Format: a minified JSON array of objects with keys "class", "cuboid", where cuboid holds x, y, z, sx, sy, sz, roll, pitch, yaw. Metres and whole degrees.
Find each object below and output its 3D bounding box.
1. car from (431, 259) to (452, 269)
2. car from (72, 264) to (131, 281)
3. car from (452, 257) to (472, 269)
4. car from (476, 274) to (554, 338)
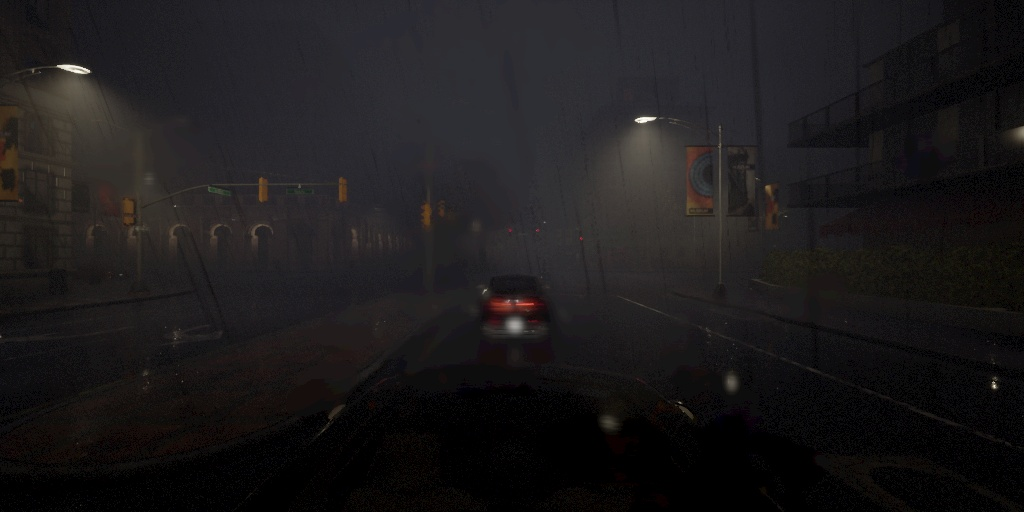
[{"class":"car","cuboid":[-11.530,1.276,58.597,1.812,1.442,4.674,0,0,0]},{"class":"car","cuboid":[-33.189,1.314,28.585,4.181,1.385,1.994,0,0,0]},{"class":"car","cuboid":[-8.040,1.276,58.371,1.812,1.442,4.674,0,0,0]},{"class":"car","cuboid":[0.079,1.255,10.174,1.837,1.490,4.892,0,0,0]}]
